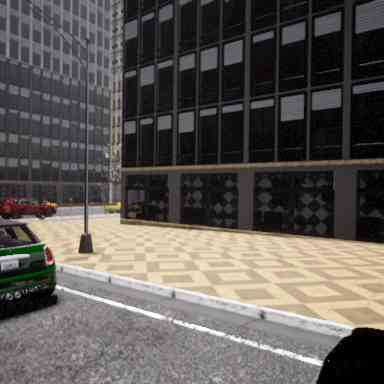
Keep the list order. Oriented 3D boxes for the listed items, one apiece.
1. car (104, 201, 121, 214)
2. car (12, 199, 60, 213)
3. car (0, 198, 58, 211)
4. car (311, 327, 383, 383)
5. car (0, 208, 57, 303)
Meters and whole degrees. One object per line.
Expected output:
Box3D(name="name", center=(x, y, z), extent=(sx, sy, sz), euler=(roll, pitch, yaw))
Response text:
Box3D(name="car", center=(-8.150, 1.809, 39.372), extent=(1.752, 1.417, 4.829), euler=(1, 0, 37))
Box3D(name="car", center=(-18.445, 1.616, 39.553), extent=(1.752, 1.417, 4.829), euler=(1, 0, 37))
Box3D(name="car", center=(-14.963, 1.499, 30.172), extent=(2.192, 1.841, 5.009), euler=(1, 0, 37))
Box3D(name="car", center=(2.971, 1.602, 1.561), extent=(4.718, 1.301, 1.895), euler=(0, 0, 36))
Box3D(name="car", center=(-5.033, 1.343, 7.283), extent=(4.553, 1.767, 2.097), euler=(0, 0, 36))
